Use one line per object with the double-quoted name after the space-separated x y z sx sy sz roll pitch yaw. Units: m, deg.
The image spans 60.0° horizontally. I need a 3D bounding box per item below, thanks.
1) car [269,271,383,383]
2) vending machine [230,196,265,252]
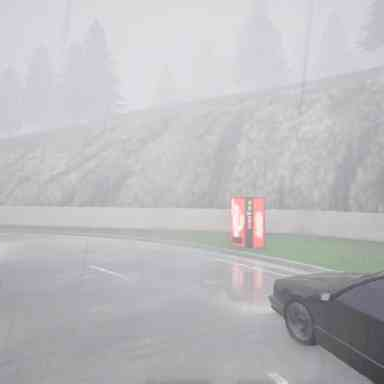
2.868 1.548 3.521 2.033 1.411 5.357 0 0 -16 "car"
2.180 1.195 13.058 1.100 2.100 0.880 0 0 -43 "vending machine"
